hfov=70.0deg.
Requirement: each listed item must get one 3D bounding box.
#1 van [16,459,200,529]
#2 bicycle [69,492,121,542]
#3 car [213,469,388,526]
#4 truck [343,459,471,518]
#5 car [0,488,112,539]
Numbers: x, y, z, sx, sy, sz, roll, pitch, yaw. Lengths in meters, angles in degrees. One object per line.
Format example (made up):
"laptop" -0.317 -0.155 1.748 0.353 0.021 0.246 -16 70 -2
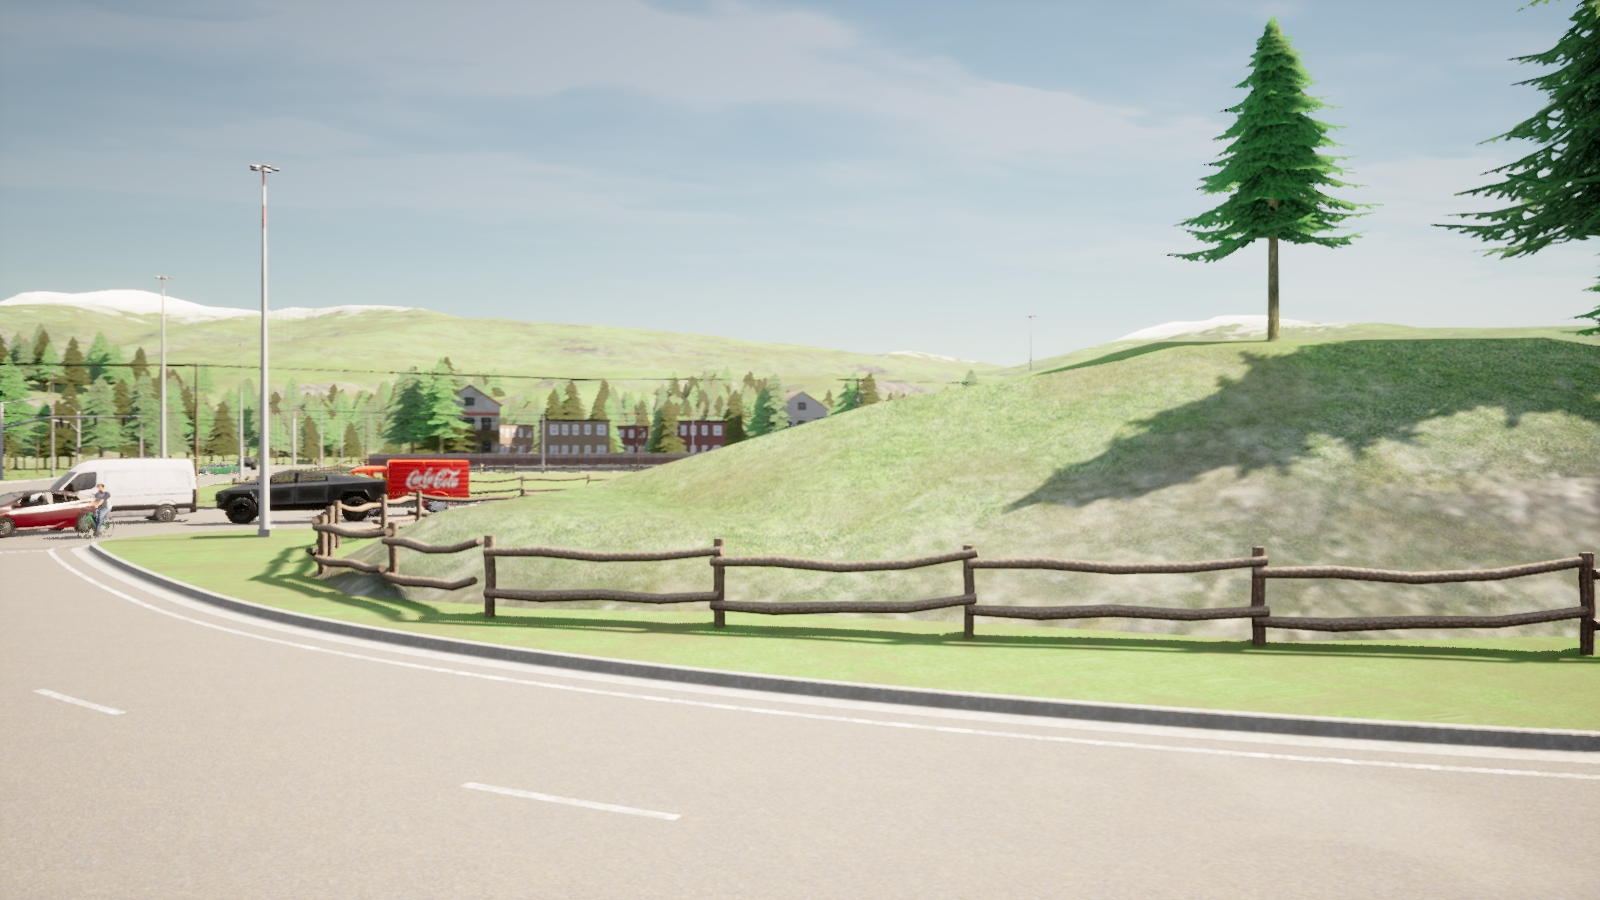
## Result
"van" -27.171 1.647 45.040 5.915 2.561 1.988 0 -1 -44
"bicycle" -22.959 2.150 37.215 0.373 1.496 1.643 4 1 10
"car" -19.919 1.852 45.875 6.274 2.098 2.390 0 0 -21
"truck" -17.403 1.666 50.613 5.204 2.467 2.627 0 0 -21
"car" -26.377 2.143 39.089 2.007 1.525 4.514 0 0 23
